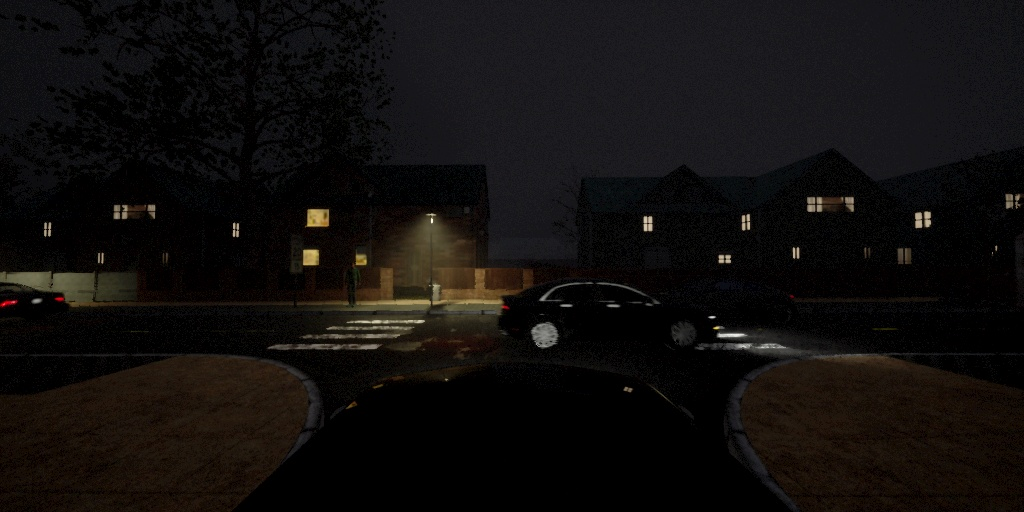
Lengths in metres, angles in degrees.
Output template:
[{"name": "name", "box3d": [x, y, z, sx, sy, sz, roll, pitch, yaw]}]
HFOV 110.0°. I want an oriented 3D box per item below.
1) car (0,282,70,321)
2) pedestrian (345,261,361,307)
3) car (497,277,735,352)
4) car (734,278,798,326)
[{"name": "car", "box3d": [-18.179, 1.568, 11.911, 5.357, 1.411, 2.033, -1, -1, 2]}, {"name": "pedestrian", "box3d": [-6.468, 1.113, 14.482, 0.375, 1.860, 0.375, 0, -1, 2]}, {"name": "car", "box3d": [2.096, 1.265, 8.345, 4.892, 1.490, 1.837, -1, -1, 2]}, {"name": "car", "box3d": [6.287, 1.342, 11.180, 4.181, 1.385, 1.994, -1, -1, 2]}]
